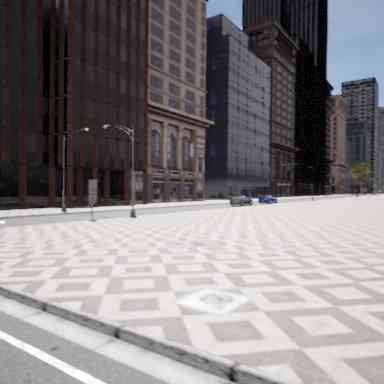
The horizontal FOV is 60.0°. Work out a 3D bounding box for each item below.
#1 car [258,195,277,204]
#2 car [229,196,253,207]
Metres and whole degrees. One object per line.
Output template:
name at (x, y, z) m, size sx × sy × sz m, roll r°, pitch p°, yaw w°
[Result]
car at (13.067, 1.276, 57.118) m, size 1.882 × 1.535 × 5.008 m, roll 1°, pitch 1°, yaw 35°
car at (7.291, 1.334, 48.869) m, size 2.128 × 1.511 × 4.902 m, roll 1°, pitch 1°, yaw 36°
